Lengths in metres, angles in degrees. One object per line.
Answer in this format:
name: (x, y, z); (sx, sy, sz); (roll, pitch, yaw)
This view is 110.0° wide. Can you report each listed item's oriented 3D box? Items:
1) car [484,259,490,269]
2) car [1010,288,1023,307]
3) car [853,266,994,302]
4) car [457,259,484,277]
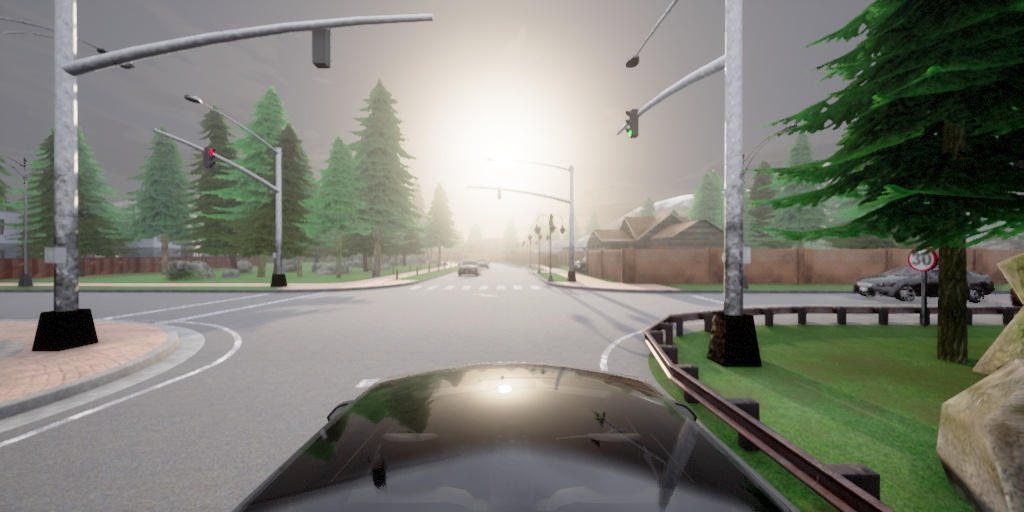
car: (-4.208, 1.118, 50.930); (1.837, 1.490, 4.892); (0, 0, -1)
car: (20.555, 1.064, 12.327); (4.553, 1.767, 2.097); (0, 0, 1)
car: (18.128, 1.191, 15.958); (4.902, 1.511, 2.128); (0, 0, 1)
car: (-4.054, 1.153, 34.507); (1.837, 1.490, 4.892); (0, 0, 0)
